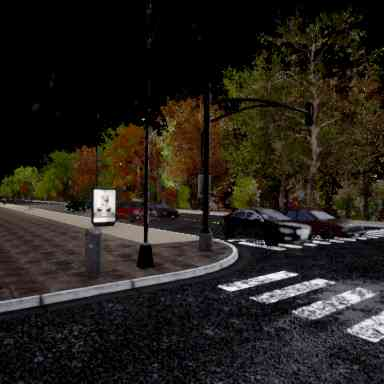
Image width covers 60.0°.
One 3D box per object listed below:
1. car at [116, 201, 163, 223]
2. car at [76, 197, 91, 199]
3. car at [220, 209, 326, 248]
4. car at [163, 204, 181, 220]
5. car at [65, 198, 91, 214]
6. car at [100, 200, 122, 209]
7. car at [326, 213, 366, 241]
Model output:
[{"bbox_3d":[-4.589,1.529,27.141,2.097,1.767,4.553,1,-1,-35],"label":"car"},{"bbox_3d":[-15.817,1.699,49.218,2.150,2.045,5.566,1,-2,-34],"label":"car"},{"bbox_3d":[3.192,1.518,15.124,2.128,1.511,4.902,1,-1,-29],"label":"car"},{"bbox_3d":[-3.151,1.791,30.767,2.033,1.411,5.357,1,-1,-35],"label":"car"},{"bbox_3d":[-14.528,1.863,41.542,1.837,1.490,4.892,1,-1,-34],"label":"car"},{"bbox_3d":[-14.256,2.124,58.589,2.128,1.511,4.902,1,-1,-35],"label":"car"},{"bbox_3d":[6.065,1.625,17.454,2.033,1.411,5.357,1,-1,-35],"label":"car"}]
